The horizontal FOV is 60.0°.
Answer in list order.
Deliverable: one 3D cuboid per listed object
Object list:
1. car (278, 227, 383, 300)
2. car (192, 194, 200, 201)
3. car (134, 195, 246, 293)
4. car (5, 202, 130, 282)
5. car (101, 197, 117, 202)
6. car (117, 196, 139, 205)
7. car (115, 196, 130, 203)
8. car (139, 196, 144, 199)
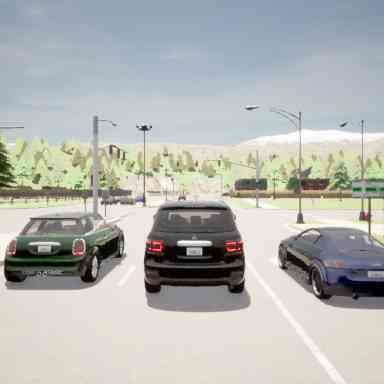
[{"bbox_3d":[3.572,1.564,8.444,1.994,1.385,4.181,0,0,0],"label":"car"},{"bbox_3d":[1.060,1.311,83.335,1.882,1.535,5.008,0,0,1],"label":"car"},{"bbox_3d":[0.069,1.221,8.988,2.150,2.045,5.566,0,0,0],"label":"car"},{"bbox_3d":[-3.424,1.352,9.881,2.097,1.767,4.553,0,0,0],"label":"car"},{"bbox_3d":[-14.430,1.547,58.154,2.033,1.411,5.357,0,0,1],"label":"car"},{"bbox_3d":[-10.948,1.564,57.277,1.994,1.385,4.181,0,0,1],"label":"car"},{"bbox_3d":[-14.188,1.540,68.210,2.033,1.411,5.357,0,0,1],"label":"car"},{"bbox_3d":[-10.684,1.478,68.476,1.882,1.535,5.008,0,0,1],"label":"car"}]
